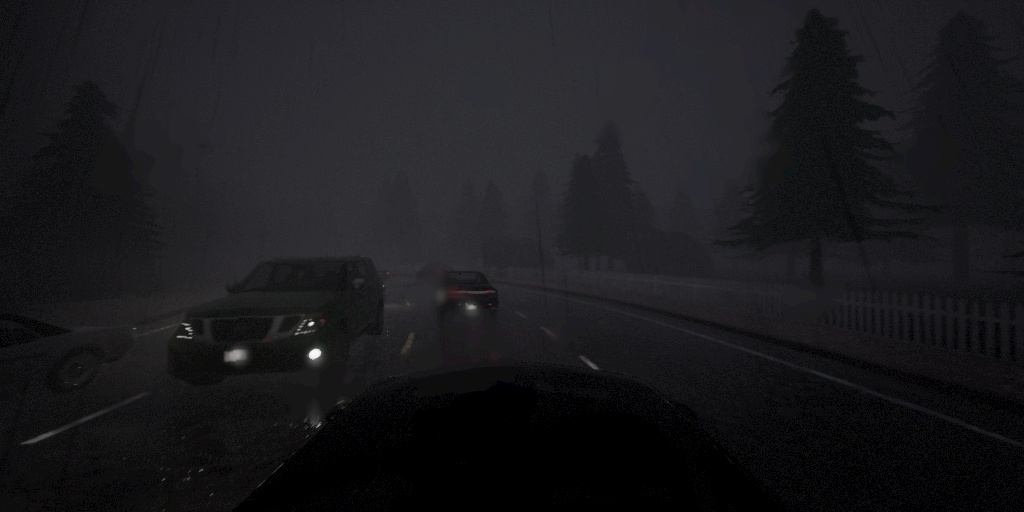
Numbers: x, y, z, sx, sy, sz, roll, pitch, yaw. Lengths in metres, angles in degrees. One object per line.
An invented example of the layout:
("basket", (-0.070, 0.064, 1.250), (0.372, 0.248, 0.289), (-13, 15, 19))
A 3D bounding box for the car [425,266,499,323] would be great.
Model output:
("car", (-1.757, 1.260, 12.443), (2.128, 1.511, 4.902), (0, 0, -15))

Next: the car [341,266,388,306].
("car", (-7.211, 1.328, 17.412), (1.837, 1.490, 4.892), (-1, 0, -24))

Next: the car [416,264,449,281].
("car", (-5.983, 1.337, 28.467), (1.812, 1.442, 4.674), (-1, 0, -38))

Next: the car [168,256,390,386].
("car", (-4.196, 1.014, 7.606), (2.150, 2.045, 5.566), (-1, 0, -9))

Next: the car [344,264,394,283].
("car", (-12.202, 1.421, 30.324), (2.033, 1.411, 5.357), (-1, 0, -44))

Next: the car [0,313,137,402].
("car", (-7.394, 1.425, 4.049), (1.895, 1.301, 4.718), (-1, 0, -6))

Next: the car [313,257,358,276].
("car", (-20.271, 1.176, 41.045), (5.566, 2.045, 2.150), (-1, 0, 34))
